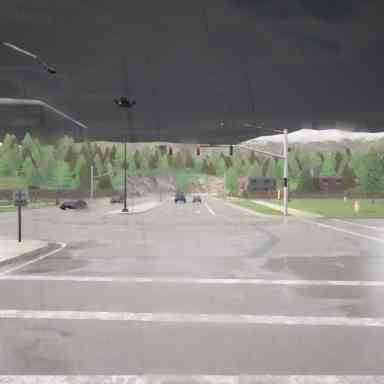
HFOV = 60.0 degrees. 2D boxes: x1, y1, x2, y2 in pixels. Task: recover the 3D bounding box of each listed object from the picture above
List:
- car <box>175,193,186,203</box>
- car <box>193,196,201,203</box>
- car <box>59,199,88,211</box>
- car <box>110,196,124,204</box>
[{"bbox_3d":[-2.469,1.223,70.442,2.150,2.045,5.566,0,0,1],"label":"car"},{"bbox_3d":[1.043,1.546,69.931,2.033,1.411,5.357,0,0,1],"label":"car"},{"bbox_3d":[-14.573,1.547,41.317,2.033,1.411,5.357,0,0,1],"label":"car"},{"bbox_3d":[-14.168,1.507,63.021,1.837,1.490,4.892,0,-1,1],"label":"car"}]
